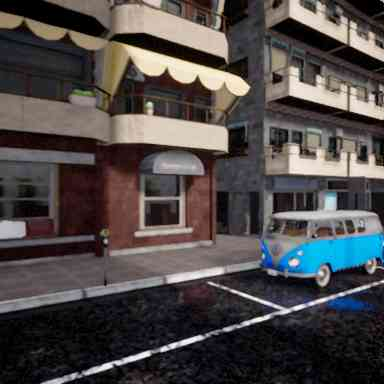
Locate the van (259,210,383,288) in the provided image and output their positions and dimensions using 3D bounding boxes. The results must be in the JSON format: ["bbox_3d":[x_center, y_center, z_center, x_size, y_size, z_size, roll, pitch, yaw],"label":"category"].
[{"bbox_3d":[3.631,1.418,9.170,3.998,1.788,1.690,1,-1,-36],"label":"van"}]
